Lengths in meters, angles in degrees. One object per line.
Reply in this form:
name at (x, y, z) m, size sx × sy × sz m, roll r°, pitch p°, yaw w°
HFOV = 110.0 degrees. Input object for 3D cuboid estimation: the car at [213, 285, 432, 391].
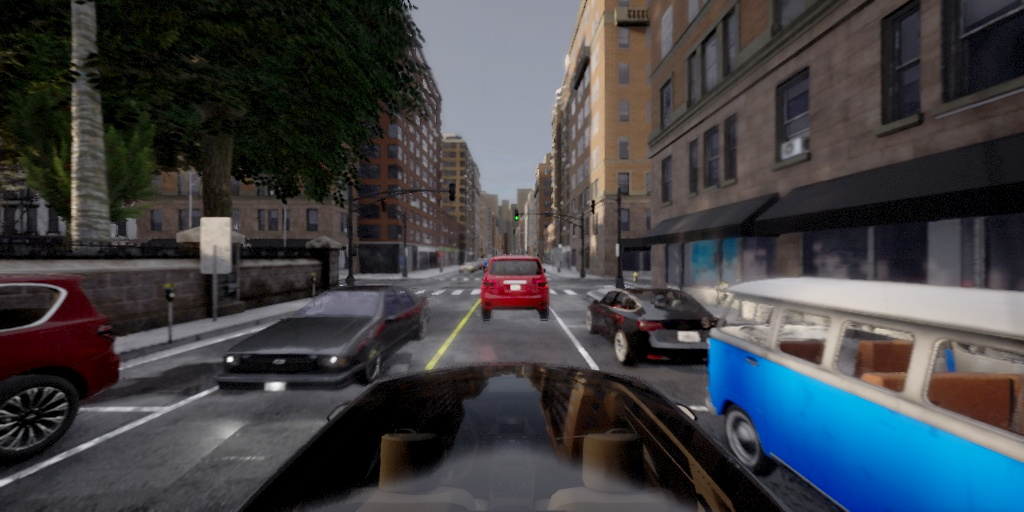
car at (-3.050, 1.321, 7.319) m, size 2.033 × 1.411 × 5.357 m, roll 0°, pitch 0°, yaw 1°

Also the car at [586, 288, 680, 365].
car at (2.858, 1.341, 7.880) m, size 1.948 × 1.339 × 4.313 m, roll 0°, pitch 0°, yaw 0°

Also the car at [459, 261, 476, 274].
car at (-5.654, 1.446, 45.701) m, size 1.751 × 1.417 × 4.829 m, roll 0°, pitch 0°, yaw 0°

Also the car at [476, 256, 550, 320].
car at (0.105, 1.017, 13.068) m, size 2.150 × 2.045 × 5.566 m, roll 0°, pitch 0°, yaw 0°

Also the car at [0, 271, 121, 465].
car at (-5.669, 1.067, 2.182) m, size 2.192 × 1.841 × 5.009 m, roll 0°, pitch 0°, yaw 0°

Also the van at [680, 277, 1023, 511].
van at (2.856, 1.093, 2.219) m, size 1.690 × 1.789 × 3.998 m, roll 0°, pitch 0°, yaw 0°
